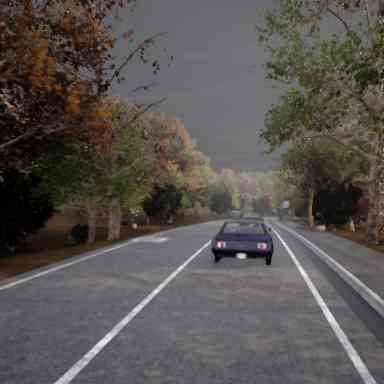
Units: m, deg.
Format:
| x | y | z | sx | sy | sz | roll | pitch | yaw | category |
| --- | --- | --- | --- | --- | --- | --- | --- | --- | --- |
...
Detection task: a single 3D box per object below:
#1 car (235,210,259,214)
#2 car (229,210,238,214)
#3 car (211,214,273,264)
| x | y | z | sx | sy | sz | roll | pitch | yaw | category |
| --- | --- | --- | --- | --- | --- | --- | --- | --- | --- |
| 4.830 | 2.352 | 27.098 | 1.895 | 1.301 | 4.718 | 0 | -3 | 11 | car |
| 7.879 | 4.012 | 59.723 | 2.097 | 1.767 | 4.553 | 0 | -3 | 15 | car |
| 1.930 | 1.682 | 12.147 | 1.895 | 1.301 | 4.718 | 0 | -1 | 11 | car |
